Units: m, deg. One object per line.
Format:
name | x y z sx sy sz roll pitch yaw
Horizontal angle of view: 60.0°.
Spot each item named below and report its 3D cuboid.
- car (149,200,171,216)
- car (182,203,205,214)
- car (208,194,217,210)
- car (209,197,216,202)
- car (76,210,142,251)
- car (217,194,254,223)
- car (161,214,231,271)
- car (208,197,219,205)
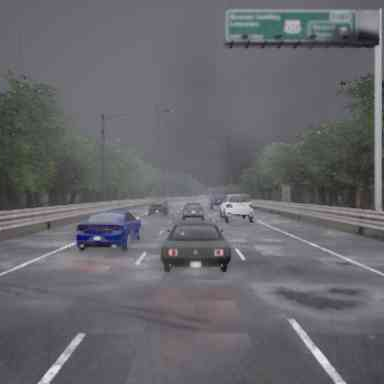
car | -3.351 1.639 34.792 1.837 1.490 4.892 0 0 0
car | 0.117 1.647 28.592 2.033 1.411 5.357 0 0 0
car | 3.682 1.317 46.563 2.150 2.045 5.566 0 -1 1
car | 5.726 2.172 94.064 1.837 1.490 4.892 0 -1 4
car | -3.393 1.515 14.386 1.882 1.535 5.008 0 0 0
car | 3.512 1.195 26.691 2.150 2.045 5.566 0 0 0
car | 0.107 1.627 10.966 1.895 1.301 4.718 0 0 0
car | 4.332 1.842 68.345 2.033 1.411 5.357 0 -1 2
